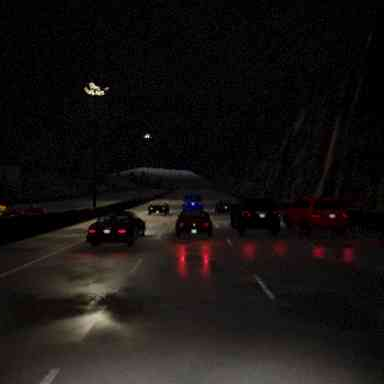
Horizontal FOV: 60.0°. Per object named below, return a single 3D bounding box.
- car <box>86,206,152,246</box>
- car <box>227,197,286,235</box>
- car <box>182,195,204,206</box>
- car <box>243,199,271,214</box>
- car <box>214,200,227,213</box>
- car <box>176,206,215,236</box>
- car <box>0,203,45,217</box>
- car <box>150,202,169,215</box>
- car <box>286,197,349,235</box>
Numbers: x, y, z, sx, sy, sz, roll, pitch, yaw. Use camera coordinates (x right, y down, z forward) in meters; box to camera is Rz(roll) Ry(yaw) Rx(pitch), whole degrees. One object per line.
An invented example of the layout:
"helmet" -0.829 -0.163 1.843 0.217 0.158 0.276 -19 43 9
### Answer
"car" -3.399 1.630 15.776 2.033 1.411 5.357 0 0 0
"car" 3.600 1.312 19.731 2.150 2.045 5.566 0 0 0
"car" 0.100 1.277 35.999 2.150 2.045 5.566 0 0 0
"car" 7.100 1.543 36.676 2.128 1.511 4.902 0 0 0
"car" 3.600 1.612 37.351 1.994 1.385 4.181 0 0 0
"car" 0.100 1.690 19.014 1.895 1.301 4.718 0 0 0
"car" -14.097 1.649 27.953 1.994 1.385 4.181 0 0 0
"car" -3.400 1.661 34.993 1.895 1.301 4.718 0 0 0
"car" 7.100 1.311 19.519 2.150 2.045 5.566 0 0 0
